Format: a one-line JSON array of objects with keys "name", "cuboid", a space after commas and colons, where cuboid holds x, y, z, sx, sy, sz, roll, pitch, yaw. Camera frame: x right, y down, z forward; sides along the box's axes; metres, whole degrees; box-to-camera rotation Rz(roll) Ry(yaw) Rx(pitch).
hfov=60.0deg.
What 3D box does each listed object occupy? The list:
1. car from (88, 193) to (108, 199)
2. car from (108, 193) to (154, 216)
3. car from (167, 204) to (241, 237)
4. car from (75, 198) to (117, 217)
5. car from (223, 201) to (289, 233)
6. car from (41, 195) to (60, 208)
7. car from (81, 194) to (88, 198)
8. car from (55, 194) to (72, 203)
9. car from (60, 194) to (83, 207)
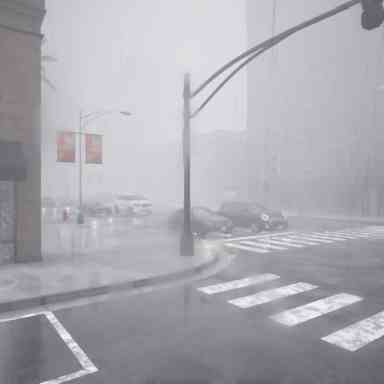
[{"name": "car", "cuboid": [-15.480, 1.130, 57.180, 2.150, 2.045, 5.566, 0, 0, -36]}, {"name": "car", "cuboid": [-5.767, 1.176, 32.240, 2.150, 2.045, 5.566, 0, 0, -36]}, {"name": "car", "cuboid": [0.282, 1.508, 18.092, 1.812, 1.442, 4.674, 0, 0, -33]}, {"name": "car", "cuboid": [-9.152, 1.559, 31.376, 1.895, 1.301, 4.718, 0, 0, -36]}, {"name": "car", "cuboid": [3.390, 1.331, 19.514, 2.097, 1.767, 4.553, 0, 0, -36]}, {"name": "car", "cuboid": [-21.106, 1.440, 48.133, 1.837, 1.490, 4.892, 0, 0, -36]}, {"name": "car", "cuboid": [-21.522, 1.244, 65.473, 2.097, 1.767, 4.553, 0, 0, -32]}, {"name": "car", "cuboid": [-25.103, 1.247, 64.986, 2.097, 1.767, 4.553, 0, 0, -36]}, {"name": "car", "cuboid": [-18.360, 1.449, 49.881, 1.812, 1.442, 4.674, 0, 0, -36]}]
